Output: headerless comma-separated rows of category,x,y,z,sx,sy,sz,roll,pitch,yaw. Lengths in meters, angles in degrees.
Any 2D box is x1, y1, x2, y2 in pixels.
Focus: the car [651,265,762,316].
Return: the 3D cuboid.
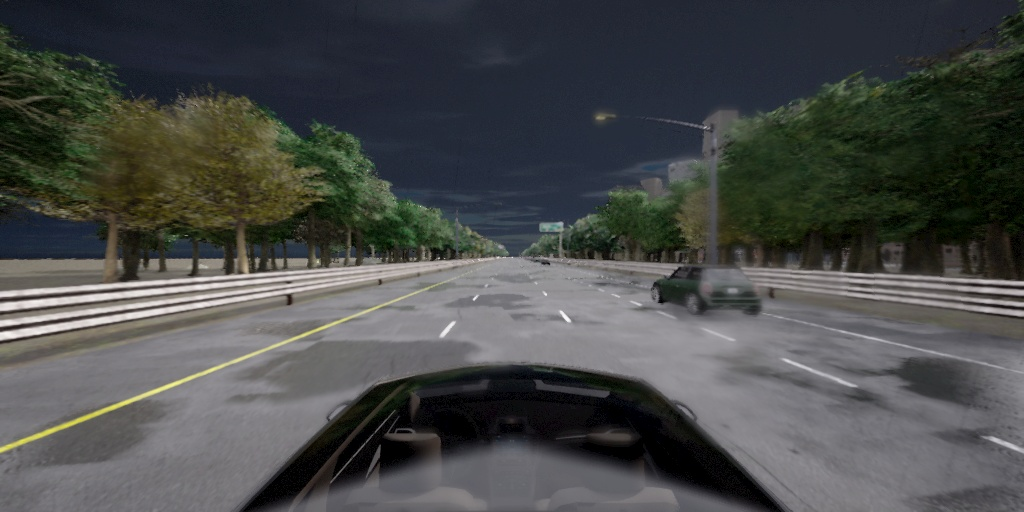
car,7.002,1.109,13.489,2.097,1.767,4.553,0,0,0
